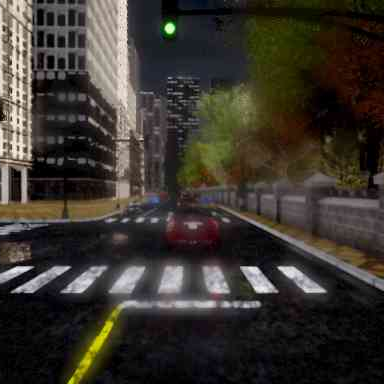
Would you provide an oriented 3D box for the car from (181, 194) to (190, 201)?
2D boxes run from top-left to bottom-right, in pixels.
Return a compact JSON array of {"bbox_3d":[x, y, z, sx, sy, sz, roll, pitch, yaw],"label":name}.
[{"bbox_3d":[-1.445,1.191,73.387,1.895,1.301,4.718,0,0,-2],"label":"car"}]

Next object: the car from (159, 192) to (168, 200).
[{"bbox_3d":[-7.534,1.024,87.997,2.192,1.841,5.009,0,0,-3],"label":"car"}]

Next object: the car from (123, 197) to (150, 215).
[{"bbox_3d":[-5.612,1.455,32.560,2.008,1.369,4.403,0,0,-1],"label":"car"}]

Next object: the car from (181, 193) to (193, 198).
[{"bbox_3d":[-1.067,1.306,62.933,1.837,1.490,4.892,0,0,-2],"label":"car"}]

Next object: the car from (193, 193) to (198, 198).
[{"bbox_3d":[1.569,1.334,60.775,1.752,1.417,4.829,0,0,-2],"label":"car"}]

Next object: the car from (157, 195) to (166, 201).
[{"bbox_3d":[-7.051,1.333,76.914,1.802,1.307,4.206,0,0,-2],"label":"car"}]

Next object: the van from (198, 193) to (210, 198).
[{"bbox_3d":[2.035,1.207,43.978,1.690,1.788,3.998,0,0,-1],"label":"van"}]

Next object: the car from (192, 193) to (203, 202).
[{"bbox_3d":[1.187,1.084,71.695,2.192,1.841,5.009,0,0,-2],"label":"car"}]

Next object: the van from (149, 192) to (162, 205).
[{"bbox_3d":[-6.276,1.172,54.735,1.690,1.788,3.998,0,0,-2],"label":"van"}]

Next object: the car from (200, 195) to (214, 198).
[{"bbox_3d":[2.154,1.409,38.606,1.752,1.417,4.829,0,0,-1],"label":"car"}]

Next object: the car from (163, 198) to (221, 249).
[{"bbox_3d":[0.029,1.304,14.352,2.097,1.767,4.553,0,0,0],"label":"car"}]

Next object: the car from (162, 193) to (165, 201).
[{"bbox_3d":[-6.445,1.356,60.279,1.887,1.381,4.507,0,0,-2],"label":"car"}]

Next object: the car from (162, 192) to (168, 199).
[{"bbox_3d":[-6.831,1.316,71.368,1.887,1.381,4.507,0,0,-2],"label":"car"}]

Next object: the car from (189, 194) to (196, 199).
[{"bbox_3d":[0.210,1.209,94.035,1.752,1.417,4.829,0,0,-3],"label":"car"}]
